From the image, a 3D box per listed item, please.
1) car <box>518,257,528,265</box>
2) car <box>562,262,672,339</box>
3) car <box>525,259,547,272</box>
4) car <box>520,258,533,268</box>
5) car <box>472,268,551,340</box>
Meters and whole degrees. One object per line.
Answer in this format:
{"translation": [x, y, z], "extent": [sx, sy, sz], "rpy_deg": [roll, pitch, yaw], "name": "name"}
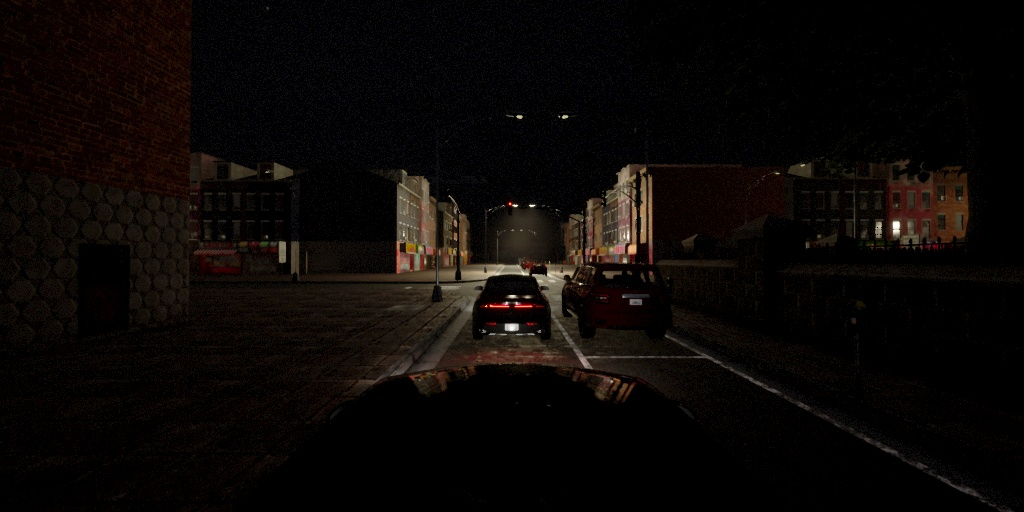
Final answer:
{"translation": [2.576, 1.157, 58.214], "extent": [2.192, 1.841, 5.009], "rpy_deg": [0, 0, 0], "name": "car"}
{"translation": [2.629, 1.068, 10.036], "extent": [2.192, 1.841, 5.009], "rpy_deg": [0, 0, 0], "name": "car"}
{"translation": [2.600, 1.334, 36.465], "extent": [1.888, 1.381, 4.507], "rpy_deg": [0, 0, 0], "name": "car"}
{"translation": [2.582, 1.372, 52.777], "extent": [1.888, 1.381, 4.507], "rpy_deg": [0, 0, 0], "name": "car"}
{"translation": [-0.009, 1.258, 9.995], "extent": [1.837, 1.490, 4.892], "rpy_deg": [0, 0, 0], "name": "car"}
